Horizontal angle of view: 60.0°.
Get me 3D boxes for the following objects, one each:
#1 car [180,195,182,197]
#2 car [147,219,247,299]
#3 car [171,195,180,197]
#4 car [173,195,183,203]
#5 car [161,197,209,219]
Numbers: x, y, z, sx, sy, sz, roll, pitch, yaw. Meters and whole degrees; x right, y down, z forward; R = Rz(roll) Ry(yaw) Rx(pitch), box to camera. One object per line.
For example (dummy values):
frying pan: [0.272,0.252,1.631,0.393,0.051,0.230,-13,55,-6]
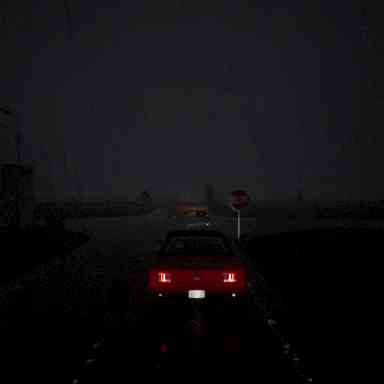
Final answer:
car: [-2.872,1.414,55.035,1.837,1.490,4.892,0,0,0]
car: [0.093,1.598,8.372,1.895,1.301,4.718,0,0,0]
car: [-2.880,1.424,42.198,1.882,1.535,5.008,0,0,0]
car: [-2.819,1.341,68.040,1.882,1.535,5.008,0,0,0]
car: [-0.460,1.451,27.891,1.882,1.535,5.008,-1,0,-29]
